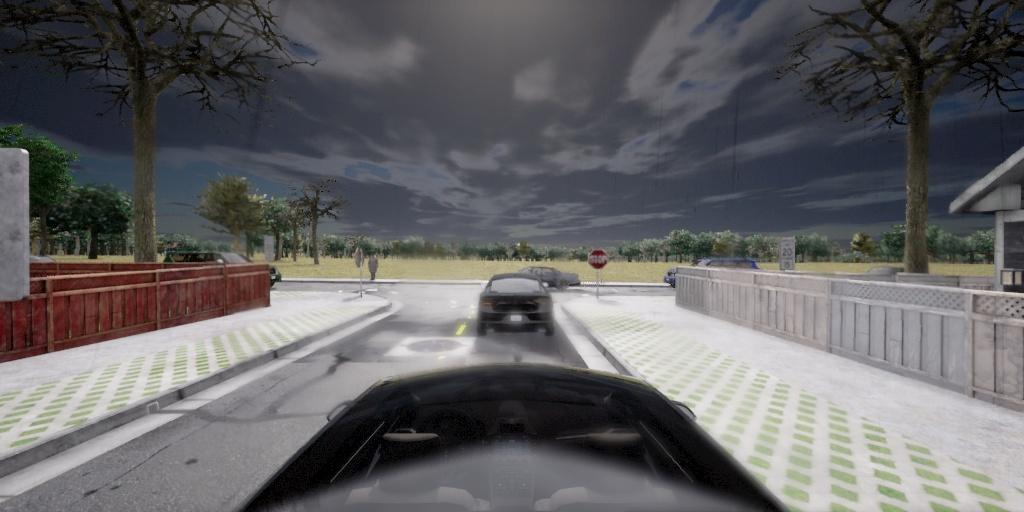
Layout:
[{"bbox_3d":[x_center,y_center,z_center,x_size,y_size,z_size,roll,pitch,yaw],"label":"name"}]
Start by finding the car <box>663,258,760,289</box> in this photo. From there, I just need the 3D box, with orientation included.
[{"bbox_3d":[12.485,1.158,22.394,5.566,2.045,2.150,1,0,-1],"label":"car"}]

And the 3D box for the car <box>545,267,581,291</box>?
[{"bbox_3d":[1.370,1.330,21.305,5.357,1.411,2.033,1,0,-16],"label":"car"}]

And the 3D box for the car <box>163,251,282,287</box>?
[{"bbox_3d":[-15.546,0.765,19.206,5.566,2.045,2.150,1,0,0],"label":"car"}]

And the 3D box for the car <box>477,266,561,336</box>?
[{"bbox_3d":[0.087,1.226,10.418,1.882,1.535,5.008,0,0,0],"label":"car"}]

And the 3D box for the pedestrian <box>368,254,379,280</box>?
[{"bbox_3d":[-9.732,0.748,25.115,0.375,1.860,0.375,0,-1,0],"label":"pedestrian"}]

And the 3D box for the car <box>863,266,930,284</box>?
[{"bbox_3d":[23.553,1.442,22.476,4.553,1.767,2.097,1,0,0],"label":"car"}]

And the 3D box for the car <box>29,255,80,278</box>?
[{"bbox_3d":[-25.741,0.737,19.129,4.553,1.767,2.097,1,0,-1],"label":"car"}]
